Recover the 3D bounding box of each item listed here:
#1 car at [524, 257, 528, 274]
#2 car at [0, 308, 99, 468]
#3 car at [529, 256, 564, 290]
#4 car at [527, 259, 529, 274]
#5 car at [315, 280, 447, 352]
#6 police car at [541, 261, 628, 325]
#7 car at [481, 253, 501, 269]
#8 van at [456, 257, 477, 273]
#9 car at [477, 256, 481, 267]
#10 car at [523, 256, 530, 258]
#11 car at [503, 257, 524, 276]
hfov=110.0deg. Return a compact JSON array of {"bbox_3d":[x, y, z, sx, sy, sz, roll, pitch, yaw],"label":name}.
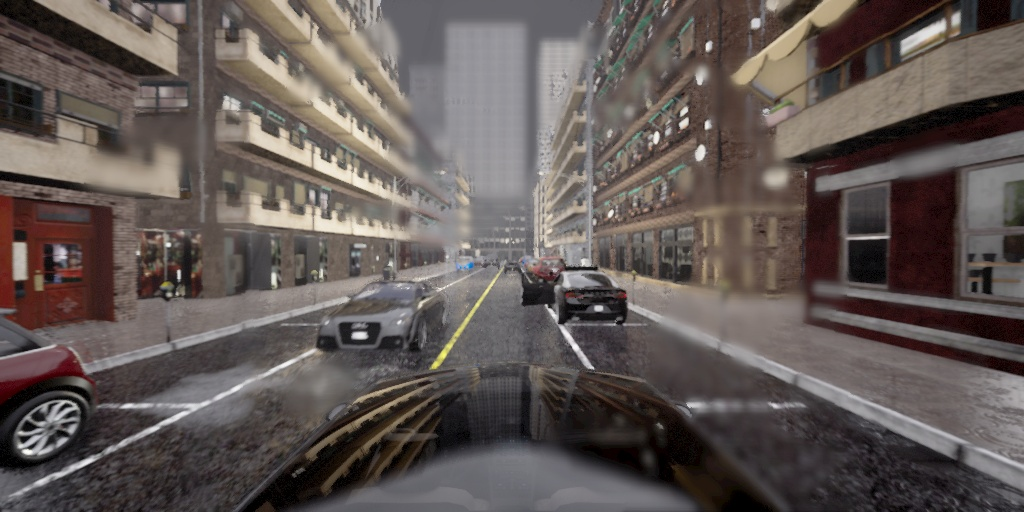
[{"bbox_3d":[2.558,1.129,40.976,1.751,1.417,4.829,0,0,0],"label":"car"},{"bbox_3d":[-5.316,1.189,1.941,1.967,1.591,4.097,0,0,0],"label":"car"},{"bbox_3d":[2.561,0.981,24.159,2.192,1.841,5.009,0,0,0],"label":"car"},{"bbox_3d":[2.560,1.086,29.708,1.967,1.591,4.097,0,0,0],"label":"car"},{"bbox_3d":[-2.851,1.288,8.696,1.994,1.385,4.181,0,0,0],"label":"car"},{"bbox_3d":[2.240,1.138,11.862,1.930,1.638,5.238,0,0,0],"label":"police car"},{"bbox_3d":[-2.758,0.598,50.472,2.150,2.045,5.566,0,0,0],"label":"car"},{"bbox_3d":[-5.322,0.944,40.785,1.690,1.789,3.998,0,0,0],"label":"van"},{"bbox_3d":[-5.325,0.979,57.433,1.967,1.591,4.097,0,0,0],"label":"car"},{"bbox_3d":[2.557,1.022,46.355,1.967,1.591,4.097,0,0,0],"label":"car"},{"bbox_3d":[0.065,1.111,40.012,1.837,1.490,4.892,0,0,0],"label":"car"}]
